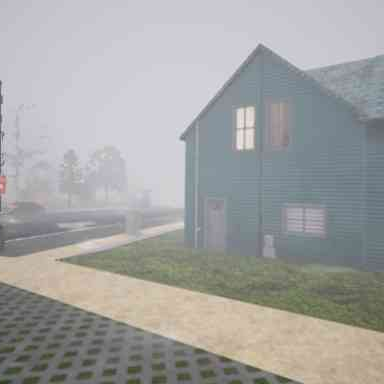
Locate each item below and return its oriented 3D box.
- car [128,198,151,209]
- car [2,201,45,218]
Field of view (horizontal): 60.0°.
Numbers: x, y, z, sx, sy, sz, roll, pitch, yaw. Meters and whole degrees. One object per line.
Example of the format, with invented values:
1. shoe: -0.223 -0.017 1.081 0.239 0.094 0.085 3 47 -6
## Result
1. car: -8.327 1.693 53.011 2.097 1.767 4.553 1 0 21
2. car: -15.940 1.574 31.359 1.812 1.442 4.674 1 0 18
